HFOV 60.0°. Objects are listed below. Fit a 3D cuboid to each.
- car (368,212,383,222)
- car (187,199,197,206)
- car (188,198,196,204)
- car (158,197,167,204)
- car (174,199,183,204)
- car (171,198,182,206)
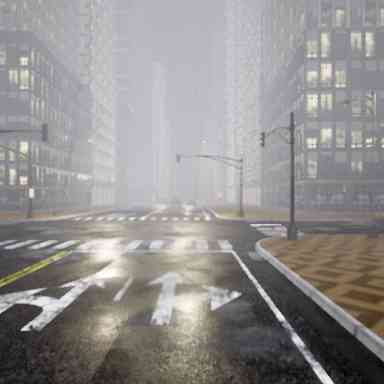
[{"bbox_3d":[17.085,1.785,27.244,4.829,1.417,1.752,0,0,2],"label":"car"},{"bbox_3d":[-0.007,2.325,70.270,1.895,1.301,4.718,0,-1,0],"label":"car"},{"bbox_3d":[-0.008,2.264,80.243,1.994,1.385,4.181,0,-1,0],"label":"car"},{"bbox_3d":[-6.508,1.922,73.995,2.128,1.511,4.902,0,-1,0],"label":"car"},{"bbox_3d":[-3.258,2.285,79.855,1.895,1.301,4.718,0,-1,0],"label":"car"},{"bbox_3d":[-3.257,2.078,69.796,2.097,1.767,4.553,0,-1,0],"label":"car"}]
